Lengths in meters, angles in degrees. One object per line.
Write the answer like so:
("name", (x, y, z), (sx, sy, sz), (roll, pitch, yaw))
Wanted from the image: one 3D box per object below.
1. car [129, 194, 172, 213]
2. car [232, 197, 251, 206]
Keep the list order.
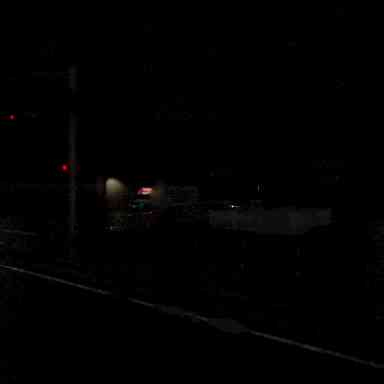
("car", (-4.617, 1.195, 37.813), (2.150, 2.045, 5.566), (0, 0, 36))
("car", (8.288, 1.540, 55.634), (1.994, 1.385, 4.181), (0, 0, 36))
